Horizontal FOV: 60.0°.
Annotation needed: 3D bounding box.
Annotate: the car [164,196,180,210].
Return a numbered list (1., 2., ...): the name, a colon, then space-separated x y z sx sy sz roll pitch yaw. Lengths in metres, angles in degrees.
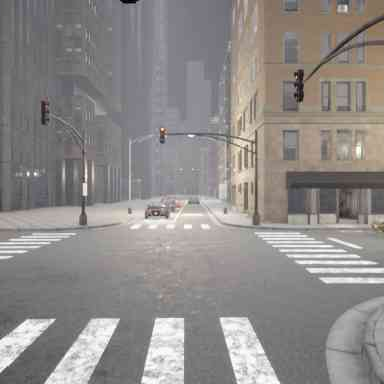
1. car: -2.932 1.505 39.268 2.128 1.511 4.902 0 0 0

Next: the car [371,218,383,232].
1. car: 12.186 1.519 17.717 4.829 1.417 1.752 0 0 -1

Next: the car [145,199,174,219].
1. car: -2.978 1.573 29.414 1.994 1.385 4.181 0 0 0

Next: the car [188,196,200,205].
1. car: 0.340 1.569 59.943 1.994 1.385 4.181 0 0 0

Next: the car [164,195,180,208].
1. car: -2.886 1.368 49.167 2.097 1.767 4.553 0 0 0

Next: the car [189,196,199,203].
1. car: 0.376 1.545 69.892 1.994 1.385 4.181 0 0 0
